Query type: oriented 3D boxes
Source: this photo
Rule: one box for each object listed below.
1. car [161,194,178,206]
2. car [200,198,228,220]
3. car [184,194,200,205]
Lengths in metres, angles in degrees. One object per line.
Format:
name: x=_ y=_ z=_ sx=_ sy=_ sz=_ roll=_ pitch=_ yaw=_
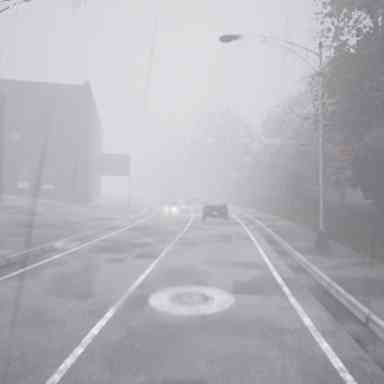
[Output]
car: x=-2.951 y=0.990 z=43.139 sx=2.128 sy=1.511 sz=4.902 roll=1 pitch=1 yaw=-9
car: x=1.735 y=1.297 z=25.910 sx=1.882 sy=1.535 sz=5.008 roll=0 pitch=1 yaw=2
car: x=0.095 y=0.988 z=47.408 sx=1.812 sy=1.442 sz=4.674 roll=1 pitch=1 yaw=-11
